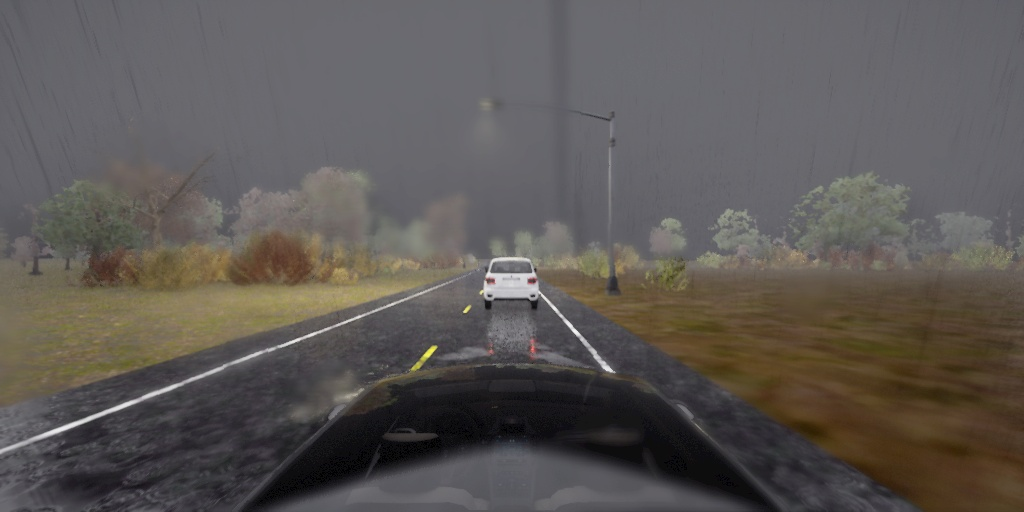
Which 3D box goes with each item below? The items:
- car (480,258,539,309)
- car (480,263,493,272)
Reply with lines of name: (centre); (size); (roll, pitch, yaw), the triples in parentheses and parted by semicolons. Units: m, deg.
car: (-0.040, 1.106, 15.919); (2.150, 2.045, 5.566); (0, 0, 0)
car: (-4.311, 1.896, 61.025); (1.994, 1.385, 4.181); (0, -1, -1)
